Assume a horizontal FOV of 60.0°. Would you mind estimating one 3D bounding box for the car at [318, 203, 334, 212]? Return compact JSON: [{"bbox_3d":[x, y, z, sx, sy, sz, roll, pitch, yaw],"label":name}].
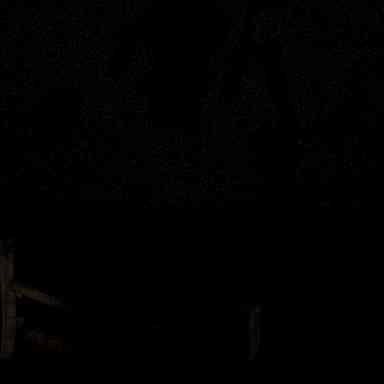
[{"bbox_3d":[22.154,2.524,54.685,1.882,1.535,5.008,-1,-1,35],"label":"car"}]
